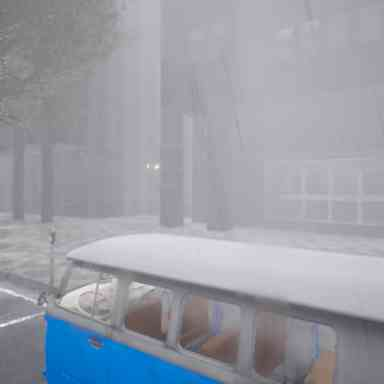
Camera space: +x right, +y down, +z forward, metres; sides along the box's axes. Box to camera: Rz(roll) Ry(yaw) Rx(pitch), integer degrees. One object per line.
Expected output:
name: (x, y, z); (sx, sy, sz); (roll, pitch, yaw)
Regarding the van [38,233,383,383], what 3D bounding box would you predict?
van: (0.438, 1.333, 2.652); (3.998, 1.788, 1.690); (0, 0, 35)
